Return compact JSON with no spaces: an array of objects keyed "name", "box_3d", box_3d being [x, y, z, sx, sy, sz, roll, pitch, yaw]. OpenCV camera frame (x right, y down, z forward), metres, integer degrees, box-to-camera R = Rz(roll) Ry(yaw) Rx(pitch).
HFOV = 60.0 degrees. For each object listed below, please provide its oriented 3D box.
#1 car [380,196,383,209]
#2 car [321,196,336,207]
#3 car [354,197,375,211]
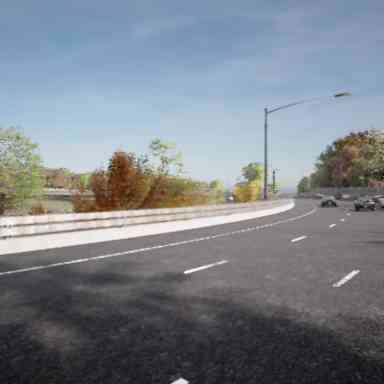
[{"name":"car","box_3d":[24.554,1.112,40.453,2.150,2.045,5.566,1,0,20]},{"name":"car","box_3d":[19.760,1.355,48.162,1.812,1.442,4.674,1,0,18]},{"name":"car","box_3d":[20.125,1.371,38.923,2.128,1.511,4.902,1,0,22]}]
